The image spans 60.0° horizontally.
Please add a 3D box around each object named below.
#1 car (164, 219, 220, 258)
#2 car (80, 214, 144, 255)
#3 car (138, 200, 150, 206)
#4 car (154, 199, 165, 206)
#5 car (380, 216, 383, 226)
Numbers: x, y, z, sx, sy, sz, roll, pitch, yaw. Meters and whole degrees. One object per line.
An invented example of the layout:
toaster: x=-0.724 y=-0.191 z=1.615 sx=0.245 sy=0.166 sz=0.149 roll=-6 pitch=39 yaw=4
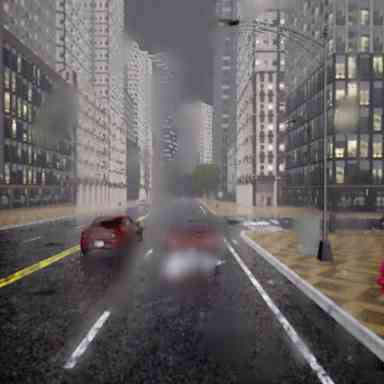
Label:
car: x=0.032 y=1.726 z=13.248 sx=1.895 sy=1.301 sz=4.718 roll=0 pitch=-1 yaw=1
car: x=-3.208 y=1.657 z=13.910 sx=1.812 sy=1.442 sz=4.674 roll=0 pitch=0 yaw=1
car: x=-9.707 y=2.226 z=67.017 sx=1.895 sy=1.301 sz=4.718 roll=0 pitch=-1 yaw=0
car: x=-6.461 y=2.187 z=67.063 sx=1.994 sy=1.385 sz=4.181 roll=0 pitch=-1 yaw=0
car: x=15.937 y=2.052 z=23.939 sx=4.403 sy=1.369 sz=2.008 roll=1 pitch=0 yaw=-1
